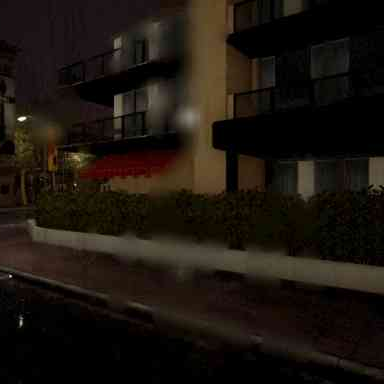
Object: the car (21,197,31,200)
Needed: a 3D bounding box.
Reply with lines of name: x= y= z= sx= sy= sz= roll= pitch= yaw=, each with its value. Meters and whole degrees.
car: x=-35.611 y=1.481 z=67.681 sx=4.892 sy=1.521 sz=2.231 roll=0 pitch=0 yaw=36
